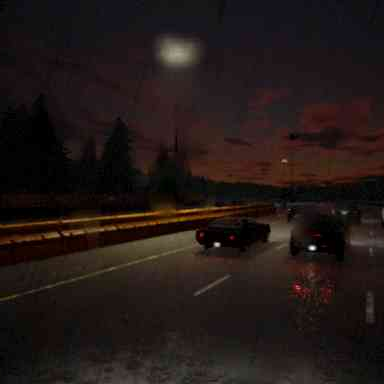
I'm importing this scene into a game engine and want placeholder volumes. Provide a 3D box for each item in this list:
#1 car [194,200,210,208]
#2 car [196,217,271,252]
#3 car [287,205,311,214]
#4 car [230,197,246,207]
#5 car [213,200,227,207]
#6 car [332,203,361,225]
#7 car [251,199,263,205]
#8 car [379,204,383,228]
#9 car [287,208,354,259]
[{"bbox_3d":[2.014,2.246,64.420,2.033,1.411,5.357,0,-1,18],"label":"car"},{"bbox_3d":[2.041,1.762,14.872,1.895,1.301,4.718,0,-1,29],"label":"car"},{"bbox_3d":[9.460,1.827,28.659,1.812,1.442,4.674,0,0,28],"label":"car"},{"bbox_3d":[8.616,1.889,62.268,2.150,2.045,5.566,0,-1,19],"label":"car"},{"bbox_3d":[5.408,2.250,63.716,1.994,1.385,4.181,0,-1,19],"label":"car"},{"bbox_3d":[12.312,1.627,26.576,2.097,1.767,4.553,0,-1,28],"label":"car"},{"bbox_3d":[12.026,2.133,61.500,1.882,1.535,5.008,0,-1,18],"label":"car"},{"bbox_3d":[14.994,1.471,24.169,2.150,2.045,5.566,0,0,28],"label":"car"},{"bbox_3d":[5.252,1.649,13.446,1.837,1.490,4.892,0,0,29],"label":"car"}]
